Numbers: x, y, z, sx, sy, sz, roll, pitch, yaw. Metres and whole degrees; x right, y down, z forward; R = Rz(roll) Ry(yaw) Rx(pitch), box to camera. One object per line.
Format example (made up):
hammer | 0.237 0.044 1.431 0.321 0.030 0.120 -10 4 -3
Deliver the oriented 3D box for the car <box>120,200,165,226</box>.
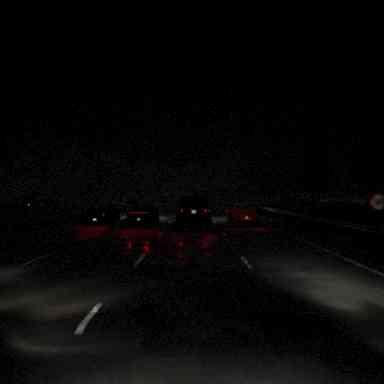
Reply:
car | -3.398 1.554 23.704 2.128 1.511 4.902 0 0 0

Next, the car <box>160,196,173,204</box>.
car | -5.016 1.727 66.061 2.033 1.411 5.357 0 0 -22

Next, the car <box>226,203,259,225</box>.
car | 3.602 1.541 24.379 1.882 1.535 5.008 0 0 0

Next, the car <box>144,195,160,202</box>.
car | -9.063 1.536 75.702 1.837 1.490 4.892 0 0 -30

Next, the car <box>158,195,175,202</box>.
car | -5.915 1.565 77.231 2.128 1.511 4.902 0 0 -30

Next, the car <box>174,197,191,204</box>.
car | -1.972 1.708 67.929 1.812 1.442 4.674 0 0 -22

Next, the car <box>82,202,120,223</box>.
car | -6.897 1.670 25.811 1.895 1.301 4.718 0 0 0

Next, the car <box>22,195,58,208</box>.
car | -17.543 1.460 39.290 2.097 1.767 4.553 0 0 0

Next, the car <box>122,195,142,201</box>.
car | -11.403 1.650 63.163 1.882 1.535 5.008 0 0 -22

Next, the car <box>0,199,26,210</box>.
car | -17.497 1.629 29.892 2.033 1.411 5.357 0 0 0

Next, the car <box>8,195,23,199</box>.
car | -21.138 1.334 41.058 2.150 2.045 5.566 0 0 -3

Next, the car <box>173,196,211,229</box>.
car | 0.102 1.280 22.319 2.150 2.045 5.566 0 0 0

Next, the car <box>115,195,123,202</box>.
car | -15.360 1.530 72.644 1.837 1.490 4.892 0 0 -30

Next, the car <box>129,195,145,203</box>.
car | -12.212 1.511 74.173 1.882 1.535 5.008 0 0 -30

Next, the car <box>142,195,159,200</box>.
car | -8.225 1.654 64.661 1.882 1.535 5.008 0 0 -22
